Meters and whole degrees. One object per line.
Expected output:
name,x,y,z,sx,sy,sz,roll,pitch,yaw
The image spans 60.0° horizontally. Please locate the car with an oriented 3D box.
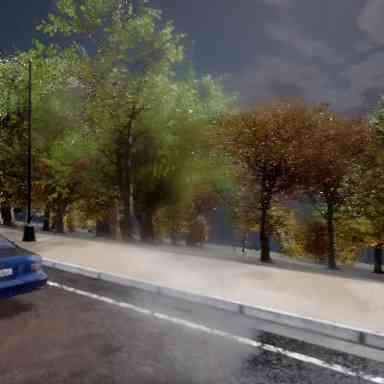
car,-5.403,1.479,7.460,5.357,1.411,2.033,1,0,36
